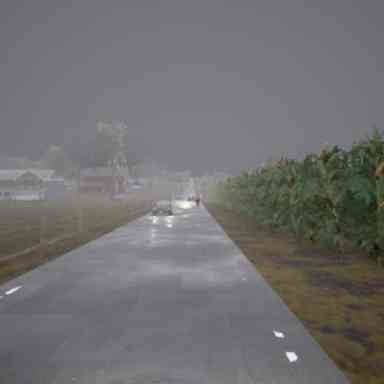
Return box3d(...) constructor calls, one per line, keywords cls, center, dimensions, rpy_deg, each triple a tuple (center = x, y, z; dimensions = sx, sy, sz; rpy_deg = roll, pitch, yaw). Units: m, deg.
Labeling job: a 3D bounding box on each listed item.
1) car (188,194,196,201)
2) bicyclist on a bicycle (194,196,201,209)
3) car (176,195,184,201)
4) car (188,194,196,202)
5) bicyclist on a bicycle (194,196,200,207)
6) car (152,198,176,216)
box3d(cls="car", center=(0.004, 1.282, 81.862), dimensions=(2.128, 1.511, 4.902), rpy_deg=(0, 0, 0))
box3d(cls="bicyclist on a bicycle", center=(0.758, 1.381, 40.329), dimensions=(0.659, 1.776, 1.843), rpy_deg=(0, 0, 0))
box3d(cls="car", center=(-2.747, 1.352, 74.756), dimensions=(2.033, 1.411, 5.357), rpy_deg=(0, 0, 0))
box3d(cls="car", center=(0.002, 1.420, 71.593), dimensions=(2.128, 1.511, 4.902), rpy_deg=(0, 0, 0))
box3d(cls="bicyclist on a bicycle", center=(0.750, 1.417, 50.151), dimensions=(0.866, 1.612, 1.509), rpy_deg=(0, 0, 0))
box3d(cls="car", center=(-2.847, 1.550, 33.136), dimensions=(1.812, 1.442, 4.674), rpy_deg=(0, 0, 0))
